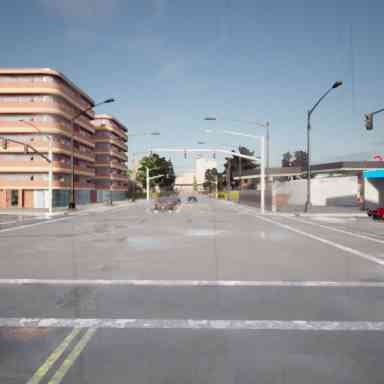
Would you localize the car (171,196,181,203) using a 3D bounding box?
[{"bbox_3d":[-3.423,1.594,70.779,1.895,1.301,4.718,0,0,0],"label":"car"}]

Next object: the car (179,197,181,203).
[{"bbox_3d":[-3.499,1.504,60.816,1.837,1.490,4.892,0,0,0],"label":"car"}]

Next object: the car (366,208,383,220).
[{"bbox_3d":[16.564,1.601,26.430,4.718,1.301,1.895,0,0,1],"label":"car"}]

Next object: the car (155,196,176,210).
[{"bbox_3d":[-3.539,1.352,42.713,2.097,1.767,4.553,0,0,0],"label":"car"}]

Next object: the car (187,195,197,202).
[{"bbox_3d":[0.077,1.338,70.824,1.812,1.442,4.674,0,0,0],"label":"car"}]

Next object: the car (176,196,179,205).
[{"bbox_3d":[-3.530,1.600,51.662,1.895,1.301,4.718,0,0,0],"label":"car"}]
